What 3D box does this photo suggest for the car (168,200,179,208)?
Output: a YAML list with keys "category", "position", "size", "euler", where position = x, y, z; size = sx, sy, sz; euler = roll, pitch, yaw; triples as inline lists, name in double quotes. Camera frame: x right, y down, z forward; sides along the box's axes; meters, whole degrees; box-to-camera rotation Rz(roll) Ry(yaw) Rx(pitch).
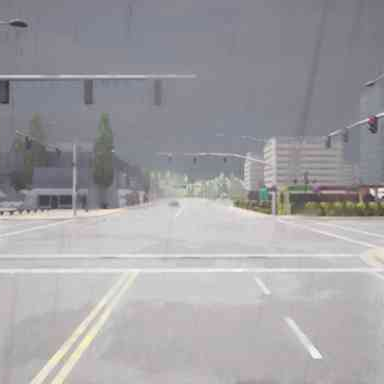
- category: "car"
  position: [-3.504, 2.271, 64.407]
  size: [1.994, 1.385, 4.181]
  euler: [0, -1, 0]
